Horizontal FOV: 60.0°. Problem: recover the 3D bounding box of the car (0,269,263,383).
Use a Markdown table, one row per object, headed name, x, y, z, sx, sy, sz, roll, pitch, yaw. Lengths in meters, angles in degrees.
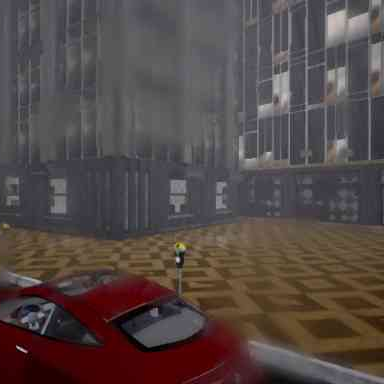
| name | x | y | z | sx | sy | sz | roll | pitch | yaw |
| --- | --- | --- | --- | --- | --- | --- | --- | --- | --- |
| car | -1.290 | 1.580 | 3.793 | 4.206 | 1.307 | 1.802 | 0 | 0 | 35 |
